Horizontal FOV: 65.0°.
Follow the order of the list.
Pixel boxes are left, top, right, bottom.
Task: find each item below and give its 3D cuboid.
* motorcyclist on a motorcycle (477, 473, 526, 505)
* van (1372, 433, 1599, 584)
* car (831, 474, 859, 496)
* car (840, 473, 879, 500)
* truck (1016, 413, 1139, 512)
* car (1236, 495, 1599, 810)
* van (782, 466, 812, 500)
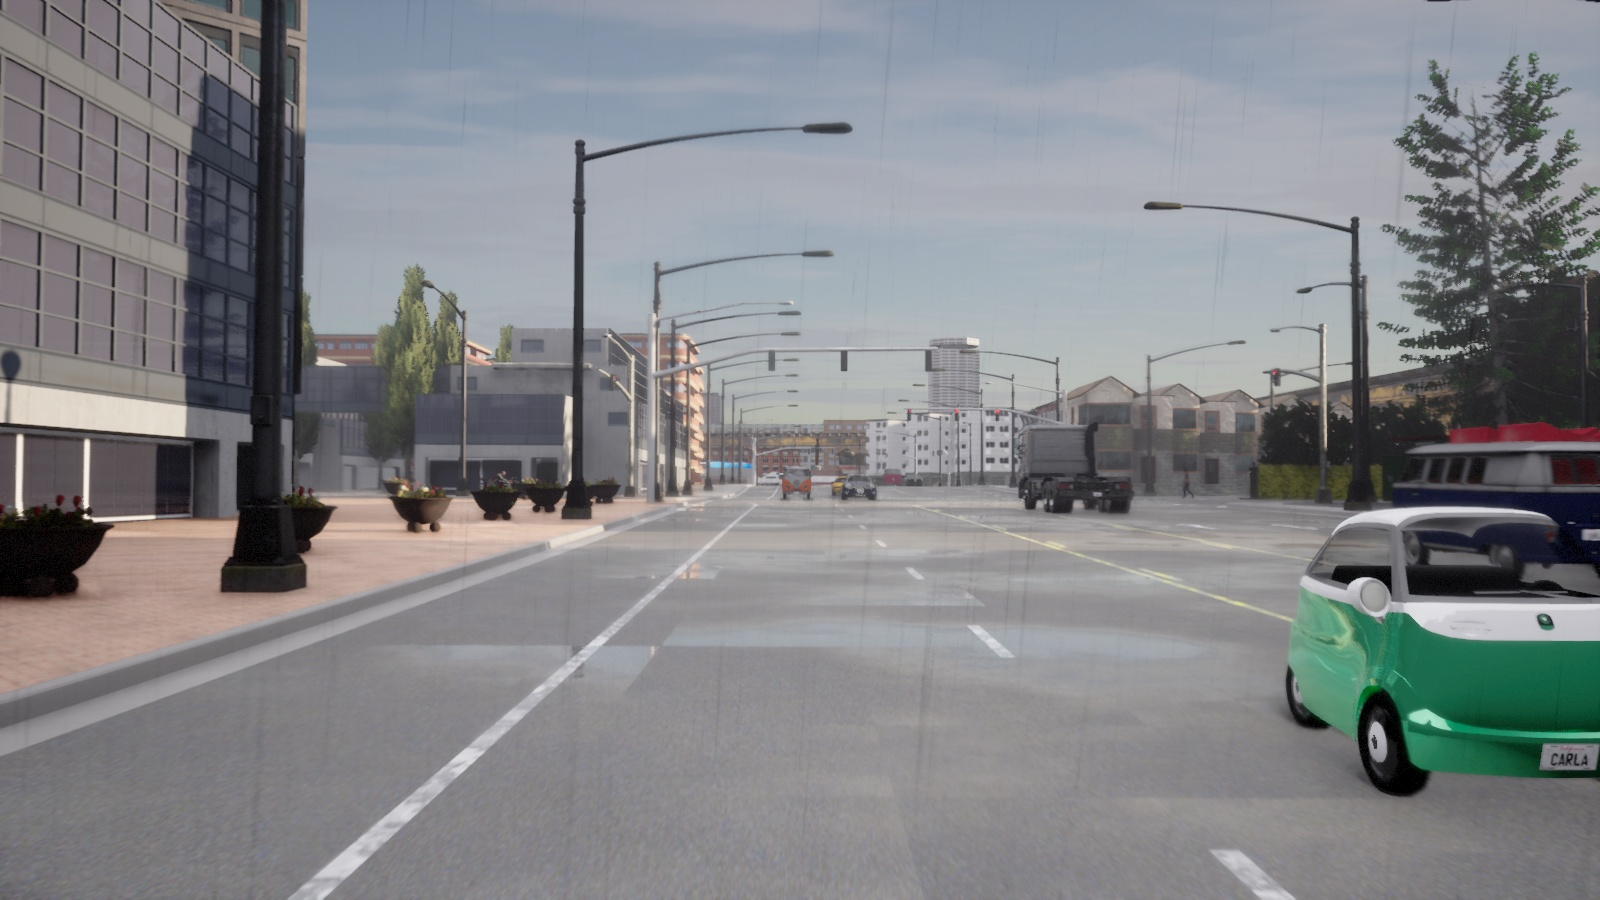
[{"bbox_3d":[-14.594,1.908,61.473,2.191,1.530,0.866,0,-2,0],"label":"motorcyclist on a motorcycle"},{"bbox_3d":[10.454,0.796,18.739,1.775,1.987,4.442,0,-1,0],"label":"van"},{"bbox_3d":[3.282,2.542,91.982,1.801,1.575,5.366,0,-1,0],"label":"car"},{"bbox_3d":[3.331,2.044,71.013,1.970,1.475,3.806,0,-2,0],"label":"car"},{"bbox_3d":[10.381,0.509,47.864,2.891,3.462,7.936,0,-1,0],"label":"truck"},{"bbox_3d":[3.484,0.954,6.773,1.481,1.376,2.207,0,-1,0],"label":"car"},{"bbox_3d":[-0.187,2.001,76.497,1.775,1.987,4.442,0,-2,0],"label":"van"}]
